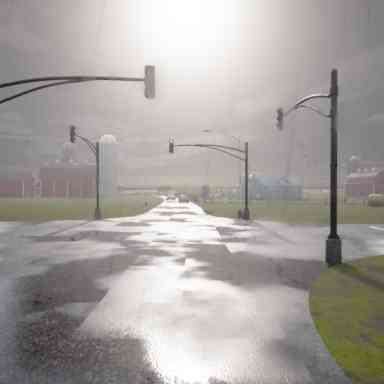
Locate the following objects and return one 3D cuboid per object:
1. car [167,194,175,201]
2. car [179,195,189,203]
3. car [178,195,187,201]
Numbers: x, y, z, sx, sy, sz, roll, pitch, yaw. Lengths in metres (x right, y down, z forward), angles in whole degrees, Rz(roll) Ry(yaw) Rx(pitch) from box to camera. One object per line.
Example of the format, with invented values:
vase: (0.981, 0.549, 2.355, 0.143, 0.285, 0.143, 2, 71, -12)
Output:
car: (-4.655, 1.182, 74.000, 1.812, 1.442, 4.674, 0, 0, -3)
car: (-1.670, 1.624, 69.999, 1.895, 1.301, 4.718, 0, 0, -3)
car: (-2.274, 1.464, 79.983, 1.837, 1.490, 4.892, 0, 0, -4)
